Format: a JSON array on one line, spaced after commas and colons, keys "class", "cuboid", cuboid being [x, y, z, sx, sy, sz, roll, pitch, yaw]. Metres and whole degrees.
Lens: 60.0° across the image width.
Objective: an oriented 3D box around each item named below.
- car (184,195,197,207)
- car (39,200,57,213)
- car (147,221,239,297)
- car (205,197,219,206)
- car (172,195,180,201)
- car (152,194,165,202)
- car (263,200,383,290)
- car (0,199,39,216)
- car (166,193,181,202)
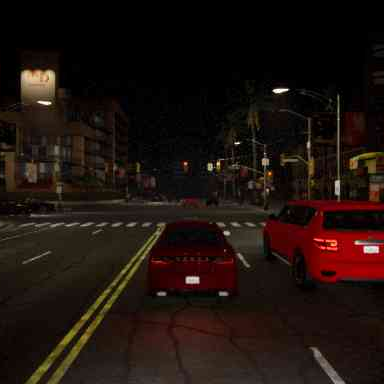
[{"class": "car", "cuboid": [-0.242, 1.352, 52.844, 2.097, 1.767, 4.553, 0, 0, 0]}, {"class": "car", "cuboid": [-17.119, 1.493, 35.687, 4.902, 1.511, 2.128, 0, 0, -3]}, {"class": "car", "cuboid": [0.014, 1.478, 8.621, 1.882, 1.535, 5.008, 0, 0, 0]}, {"class": "car", "cuboid": [3.248, 1.525, 54.322, 1.812, 1.442, 4.674, 0, 0, 0]}, {"class": "car", "cuboid": [-4.042, 1.524, 82.700, 1.812, 1.442, 4.674, 0, 0, 0]}, {"class": "car", "cuboid": [-7.472, 1.552, 72.205, 1.994, 1.385, 4.181, 0, 0, 0]}, {"class": "car", "cuboid": [3.511, 1.221, 9.197, 2.150, 2.045, 5.566, 0, 0, 0]}, {"class": "car", "cuboid": [-17.453, 1.565, 31.844, 4.181, 1.385, 1.994, 0, 0, 3]}, {"class": "car", "cuboid": [-3.977, 1.225, 72.984, 2.150, 2.045, 5.566, 0, 0, 0]}]
